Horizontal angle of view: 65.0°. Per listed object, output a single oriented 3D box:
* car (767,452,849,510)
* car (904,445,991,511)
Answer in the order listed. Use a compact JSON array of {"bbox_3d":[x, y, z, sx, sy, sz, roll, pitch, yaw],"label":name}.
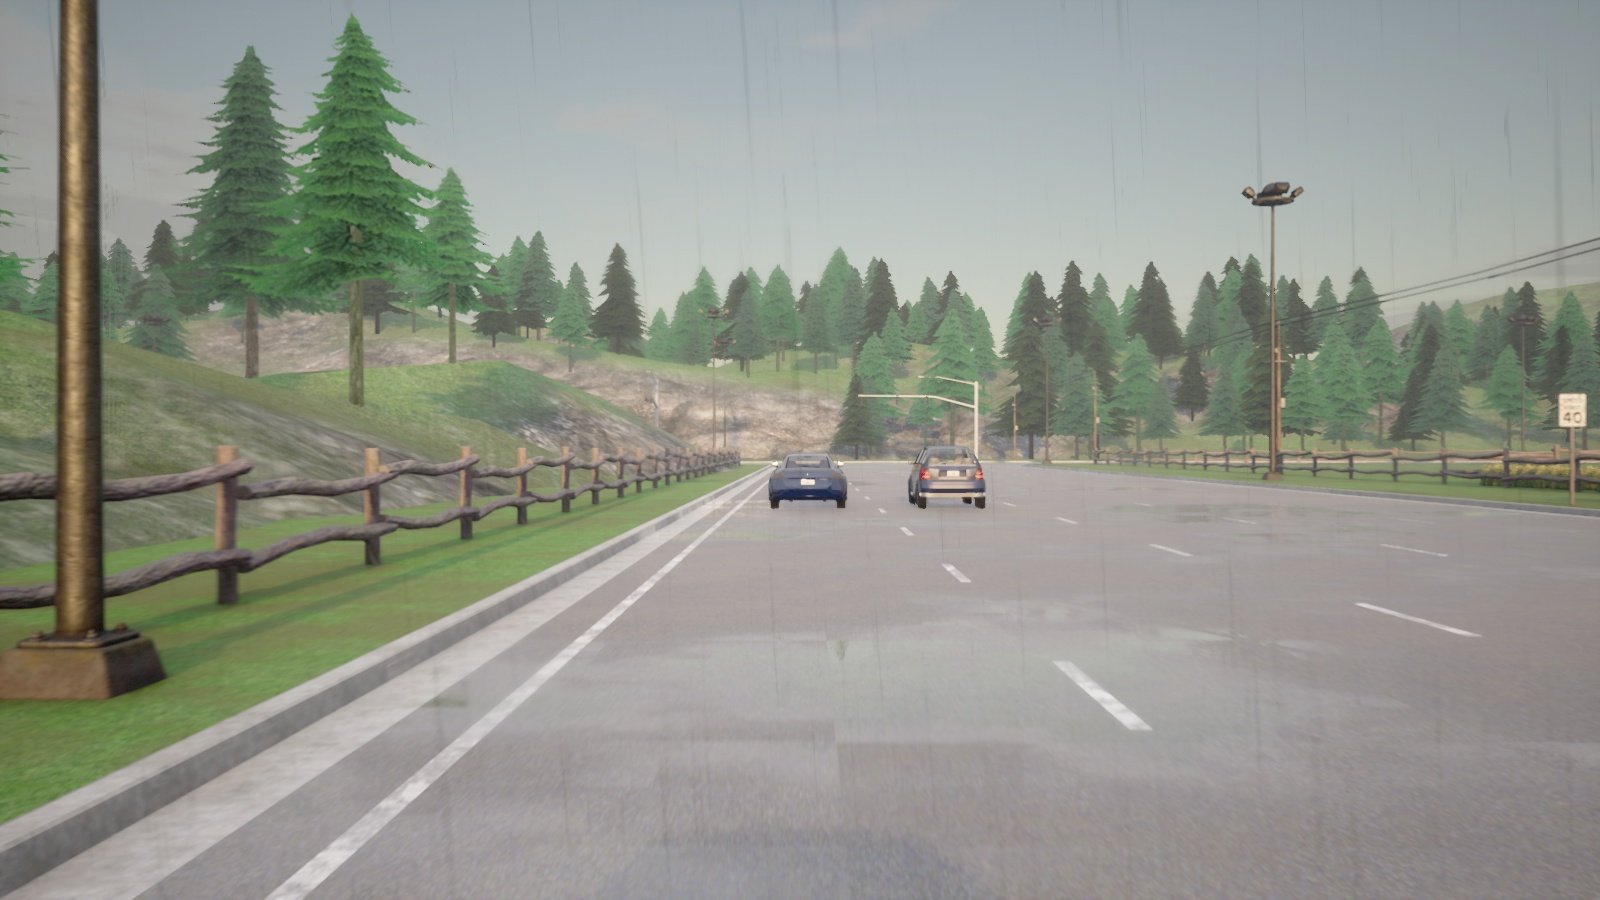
[{"bbox_3d":[0.202,0.745,32.469,1.994,1.385,4.181,0,0,0],"label":"car"},{"bbox_3d":[3.700,0.665,32.026,1.789,1.549,3.705,0,0,0],"label":"car"}]
